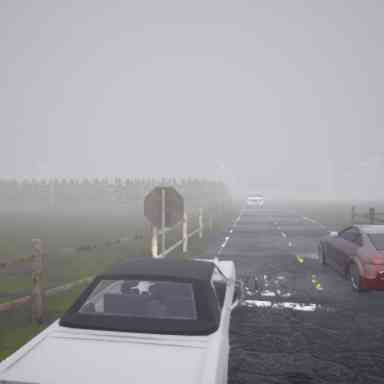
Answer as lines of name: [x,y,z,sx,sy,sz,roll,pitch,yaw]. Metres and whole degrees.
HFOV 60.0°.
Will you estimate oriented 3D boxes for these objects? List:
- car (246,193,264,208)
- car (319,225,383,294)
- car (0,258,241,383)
car: [8.755,1.109,46.201,2.150,2.045,5.566,0,0,11]
car: [4.712,1.540,8.634,1.994,1.385,4.181,0,0,7]
car: [-0.360,1.599,4.722,1.895,1.301,4.718,0,0,9]
